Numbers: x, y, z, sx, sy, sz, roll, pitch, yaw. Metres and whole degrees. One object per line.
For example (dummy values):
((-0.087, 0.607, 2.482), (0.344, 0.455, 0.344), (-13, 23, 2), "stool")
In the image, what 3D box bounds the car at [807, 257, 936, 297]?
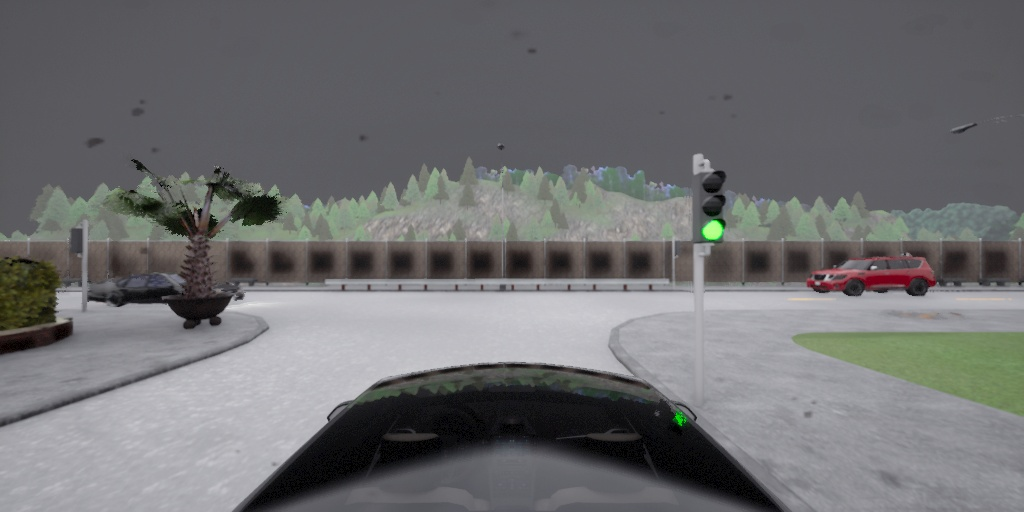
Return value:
((19.261, 1.081, 19.362), (5.566, 2.045, 2.150), (-1, 0, 0), "car")

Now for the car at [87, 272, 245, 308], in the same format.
((-14.598, 1.411, 15.217), (5.357, 1.411, 2.033), (0, 0, 0), "car")
